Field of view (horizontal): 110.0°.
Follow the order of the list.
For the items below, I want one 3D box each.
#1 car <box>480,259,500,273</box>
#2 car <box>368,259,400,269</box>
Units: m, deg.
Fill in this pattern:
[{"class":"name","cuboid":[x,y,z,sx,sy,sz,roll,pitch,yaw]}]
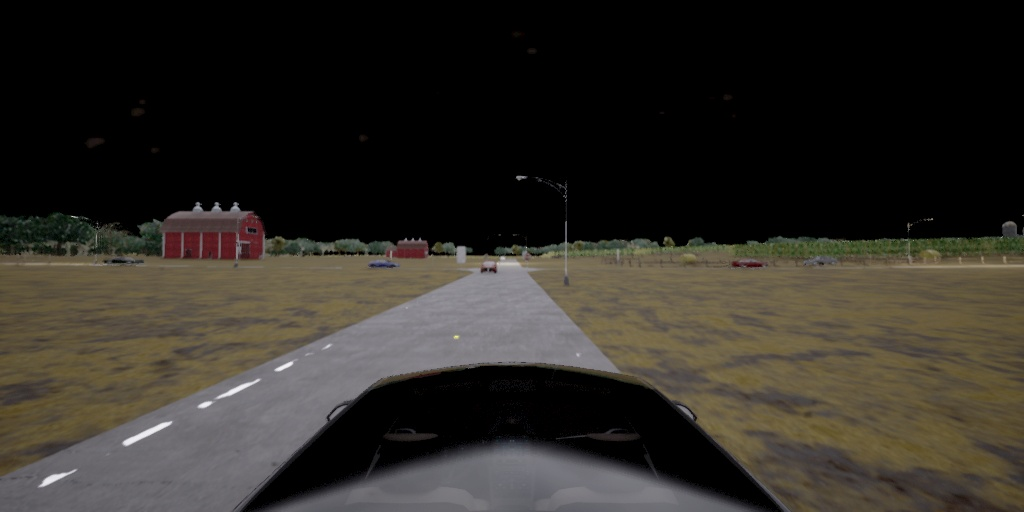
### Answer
[{"class":"car","cuboid":[-2.753,1.301,43.724,1.882,1.535,5.008,0,0,0]},{"class":"car","cuboid":[-19.310,1.223,54.341,4.674,1.442,1.812,2,-1,0]}]
